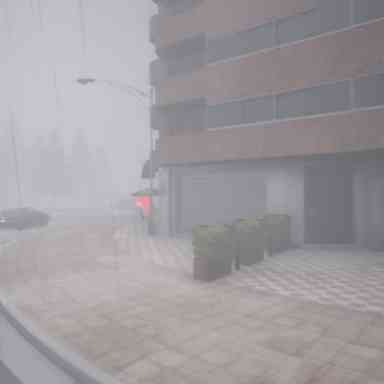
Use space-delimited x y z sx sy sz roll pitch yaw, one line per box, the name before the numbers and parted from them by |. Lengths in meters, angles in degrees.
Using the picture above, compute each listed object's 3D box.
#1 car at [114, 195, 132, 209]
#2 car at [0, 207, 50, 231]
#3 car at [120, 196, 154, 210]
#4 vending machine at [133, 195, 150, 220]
car | -8.888 1.397 49.391 2.150 2.045 5.566 0 0 36
car | -10.924 1.668 21.459 1.994 1.385 4.181 0 0 3
car | -7.158 1.682 45.813 1.812 1.442 4.674 0 0 36
vending machine | -4.352 1.293 28.745 1.100 2.100 0.880 0 0 26
